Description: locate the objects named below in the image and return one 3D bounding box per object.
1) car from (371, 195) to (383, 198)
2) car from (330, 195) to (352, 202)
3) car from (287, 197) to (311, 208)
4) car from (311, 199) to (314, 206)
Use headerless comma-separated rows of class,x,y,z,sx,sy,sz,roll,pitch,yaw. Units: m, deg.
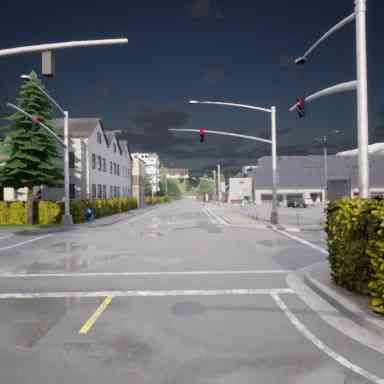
car,19.112,1.183,31.306,1.905,1.878,3.866,-1,-1,0
car,25.474,1.398,56.573,2.152,1.636,5.027,-1,-1,0
car,15.416,1.629,49.172,2.007,1.523,4.514,-1,-1,0
car,19.059,1.573,56.231,1.970,1.475,3.806,-1,-1,0
